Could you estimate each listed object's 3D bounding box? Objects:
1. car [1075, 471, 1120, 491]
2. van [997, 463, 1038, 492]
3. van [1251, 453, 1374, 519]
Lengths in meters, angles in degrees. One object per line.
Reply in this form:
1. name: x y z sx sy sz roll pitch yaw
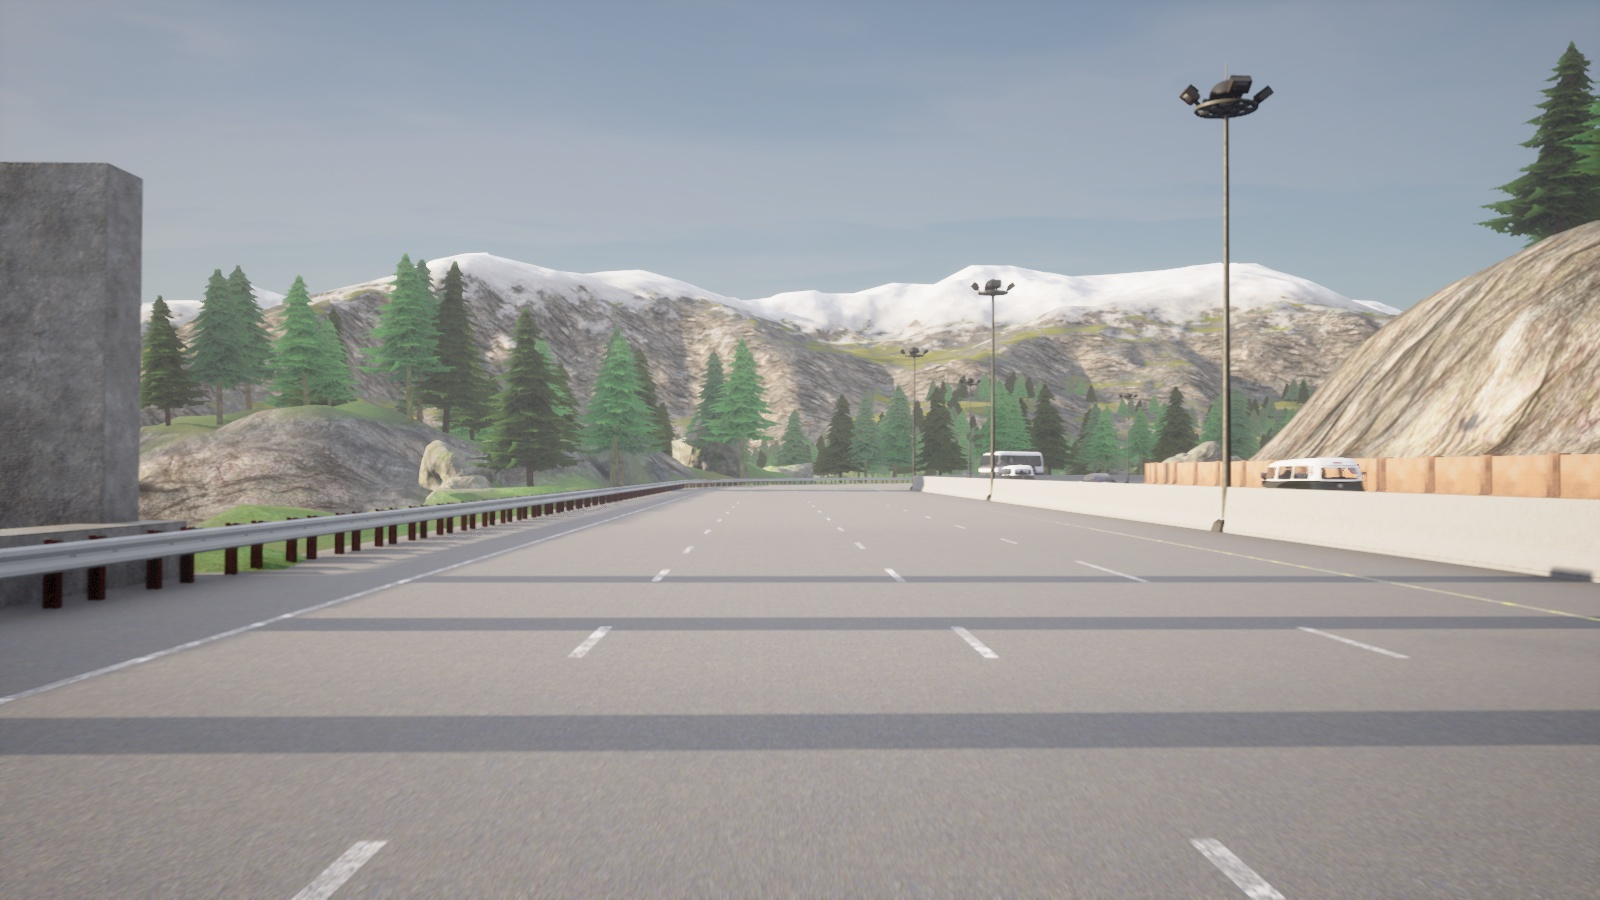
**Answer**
1. car: 22.476 2.317 95.162 2.163 1.488 4.792 0 -1 -1
2. van: 15.585 1.985 90.186 2.069 2.038 4.480 0 -1 -1
3. van: 16.690 1.158 41.163 2.069 2.038 4.480 0 -1 -1
